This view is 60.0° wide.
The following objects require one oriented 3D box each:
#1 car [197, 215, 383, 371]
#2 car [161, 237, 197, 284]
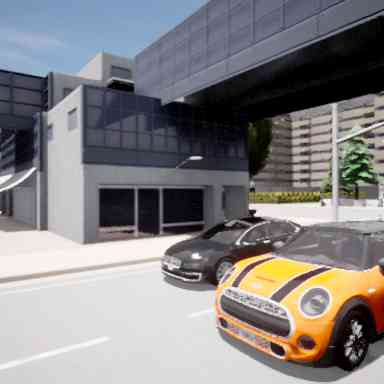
[{"bbox_3d":[2.583,1.339,5.788,4.553,1.767,2.097,0,0,-35],"label":"car"},{"bbox_3d":[1.473,1.485,9.286,4.892,1.490,1.837,-2,1,-35],"label":"car"}]
